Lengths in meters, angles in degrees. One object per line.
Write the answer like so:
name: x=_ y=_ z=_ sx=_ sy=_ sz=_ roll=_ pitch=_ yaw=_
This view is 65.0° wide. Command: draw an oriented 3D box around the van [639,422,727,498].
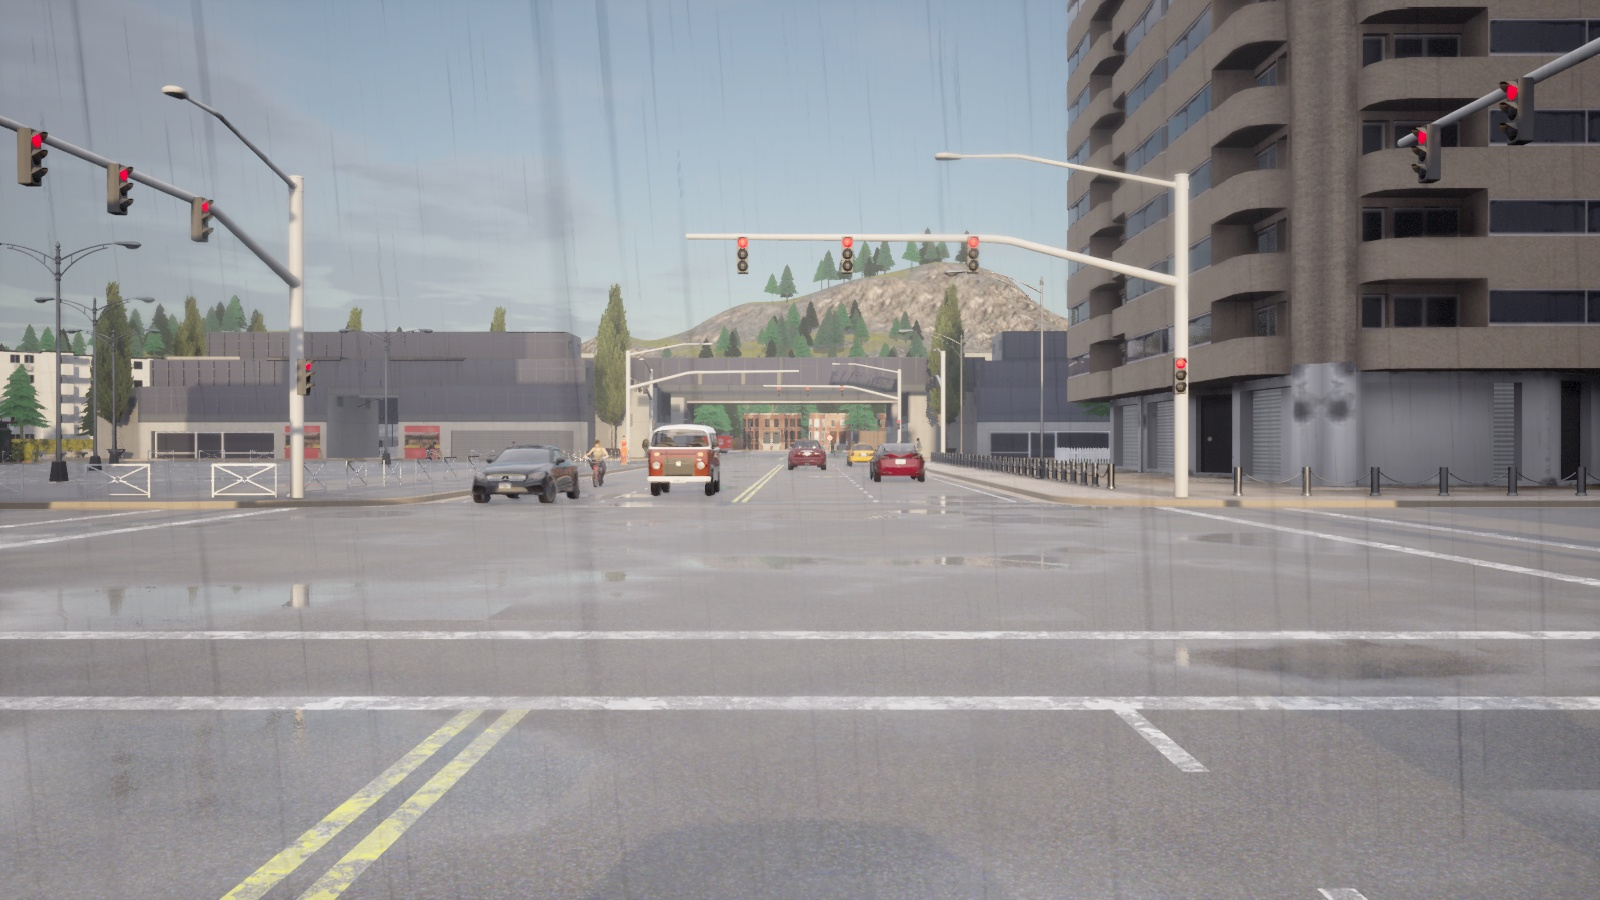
van: x=-3.283 y=0.267 z=36.097 sx=2.069 sy=2.038 sz=4.480 roll=0 pitch=0 yaw=0

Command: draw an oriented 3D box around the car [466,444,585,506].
car: x=-6.886 y=0.582 z=31.974 sx=1.812 sy=1.442 sz=4.674 roll=0 pitch=0 yaw=3

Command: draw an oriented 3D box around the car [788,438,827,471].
car: x=0.404 y=0.211 z=69.817 sx=2.097 sy=1.767 sz=4.553 roll=0 pitch=0 yaw=0

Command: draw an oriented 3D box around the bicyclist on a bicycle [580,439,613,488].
bicyclist on a bicycle: x=-6.750 y=0.442 z=41.721 sx=0.866 sy=1.612 sz=1.509 roll=0 pitch=0 yaw=1

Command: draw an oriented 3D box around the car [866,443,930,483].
car: x=3.791 y=0.470 z=49.518 sx=2.163 sy=1.488 sz=4.792 roll=0 pitch=0 yaw=0

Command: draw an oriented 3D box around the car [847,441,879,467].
car: x=3.962 y=0.236 z=80.183 sx=1.801 sy=1.575 sz=5.366 roll=0 pitch=0 yaw=0
